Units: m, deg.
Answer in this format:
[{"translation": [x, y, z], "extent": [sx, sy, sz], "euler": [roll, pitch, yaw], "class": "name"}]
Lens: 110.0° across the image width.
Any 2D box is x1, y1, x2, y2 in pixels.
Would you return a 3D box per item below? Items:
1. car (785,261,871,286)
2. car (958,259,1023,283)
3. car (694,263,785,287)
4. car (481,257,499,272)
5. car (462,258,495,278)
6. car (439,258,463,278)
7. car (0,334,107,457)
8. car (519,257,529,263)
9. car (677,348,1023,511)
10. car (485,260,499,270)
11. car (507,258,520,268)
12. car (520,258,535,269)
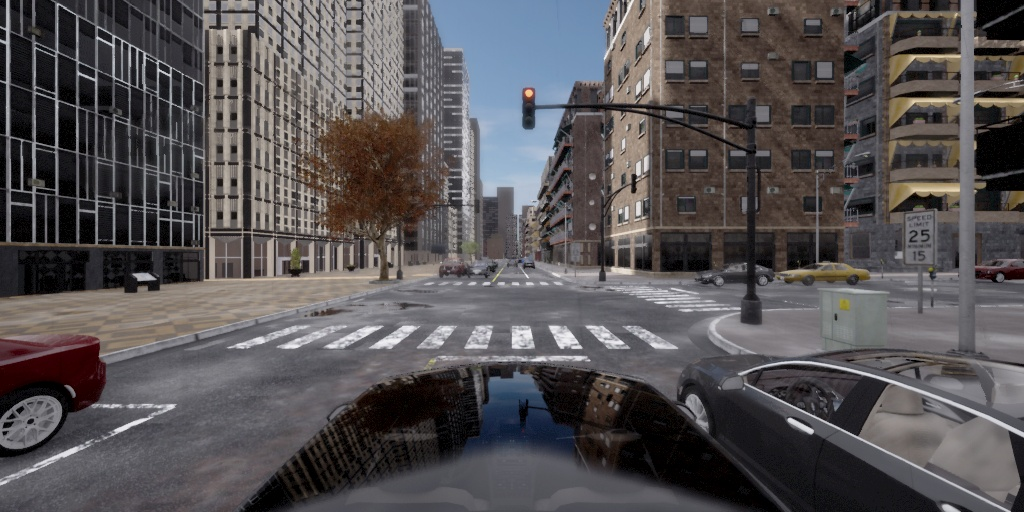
[{"translation": [18.831, 0.993, 21.804], "extent": [4.829, 1.417, 1.751], "euler": [0, 0, -1], "class": "car"}, {"translation": [30.135, 0.859, 21.919], "extent": [4.507, 1.381, 1.888], "euler": [0, 0, -1], "class": "car"}, {"translation": [13.434, 1.095, 21.749], "extent": [4.403, 1.370, 2.007], "euler": [0, 0, -1], "class": "car"}, {"translation": [-3.102, 1.124, 44.391], "extent": [2.097, 1.767, 4.553], "euler": [0, 0, 0], "class": "car"}, {"translation": [-3.103, 1.255, 34.209], "extent": [2.128, 1.511, 4.902], "euler": [0, 0, 0], "class": "car"}, {"translation": [-5.694, 1.079, 34.719], "extent": [2.192, 1.841, 5.009], "euler": [0, 0, 0], "class": "car"}, {"translation": [-5.691, 1.295, 2.331], "extent": [1.888, 1.381, 4.507], "euler": [0, 0, 0], "class": "car"}, {"translation": [2.685, 1.315, 62.503], "extent": [1.751, 1.417, 4.829], "euler": [0, 0, 0], "class": "car"}, {"translation": [2.689, 1.300, 2.332], "extent": [2.007, 1.370, 4.403], "euler": [0, 0, 0], "class": "car"}, {"translation": [-3.090, 1.383, 56.018], "extent": [1.895, 1.301, 4.718], "euler": [0, 0, 0], "class": "car"}, {"translation": [0.098, 1.284, 64.100], "extent": [2.128, 1.511, 4.902], "euler": [0, 0, 0], "class": "car"}, {"translation": [2.686, 1.349, 56.810], "extent": [1.948, 1.339, 4.313], "euler": [0, 0, 0], "class": "car"}]
